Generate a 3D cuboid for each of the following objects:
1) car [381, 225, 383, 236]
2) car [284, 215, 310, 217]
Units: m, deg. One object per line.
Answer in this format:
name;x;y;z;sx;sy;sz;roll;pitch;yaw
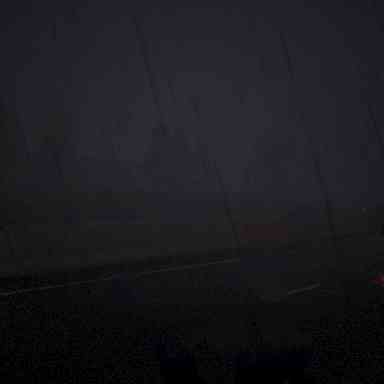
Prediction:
car;11.126;1.785;15.985;4.718;1.301;1.895;1;0;-36
car;11.152;1.835;33.488;5.357;1.411;2.033;1;0;-37
